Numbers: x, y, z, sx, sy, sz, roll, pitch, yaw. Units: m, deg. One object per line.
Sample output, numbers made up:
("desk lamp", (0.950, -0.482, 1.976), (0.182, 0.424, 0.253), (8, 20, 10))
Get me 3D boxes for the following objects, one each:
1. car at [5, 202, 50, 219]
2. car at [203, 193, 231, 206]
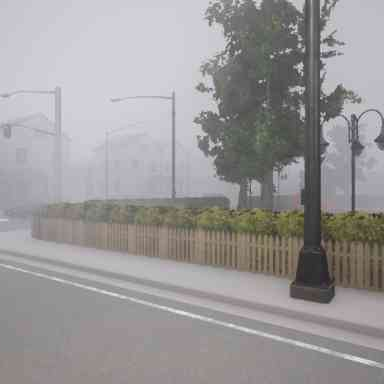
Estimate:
("car", (-14.031, 1.564, 29.263), (1.994, 1.385, 4.181), (0, 0, 35))
("car", (3.528, 1.221, 48.161), (2.150, 2.045, 5.566), (0, 0, 35))
